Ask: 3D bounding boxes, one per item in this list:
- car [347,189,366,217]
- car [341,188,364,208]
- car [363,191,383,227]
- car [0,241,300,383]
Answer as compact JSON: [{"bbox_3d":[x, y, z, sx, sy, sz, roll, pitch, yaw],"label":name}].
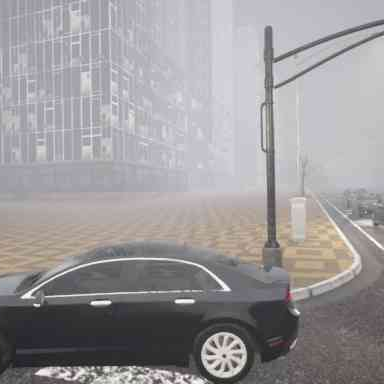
[{"bbox_3d":[11.175,0.759,20.643,1.994,1.385,4.181,-1,2,17],"label":"car"},{"bbox_3d":[13.188,0.454,26.700,2.128,1.511,4.902,-1,2,18],"label":"car"},{"bbox_3d":[9.106,0.928,14.355,2.128,1.511,4.902,-1,2,18],"label":"car"},{"bbox_3d":[-1.014,1.505,4.750,4.892,1.490,1.837,0,0,0],"label":"car"}]
